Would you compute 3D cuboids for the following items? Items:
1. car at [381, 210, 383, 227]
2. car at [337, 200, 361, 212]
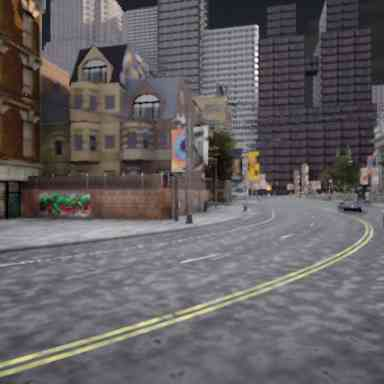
[{"bbox_3d":[12.254,1.494,19.403,1.882,1.535,5.008,0,0,28],"label":"car"},{"bbox_3d":[18.833,1.614,39.906,1.994,1.385,4.181,0,0,14],"label":"car"}]
